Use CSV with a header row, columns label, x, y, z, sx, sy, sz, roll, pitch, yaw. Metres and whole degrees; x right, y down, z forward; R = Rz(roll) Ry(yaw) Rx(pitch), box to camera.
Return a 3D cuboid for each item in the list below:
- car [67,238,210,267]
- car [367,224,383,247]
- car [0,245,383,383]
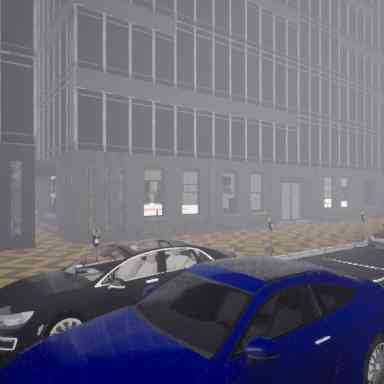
label,x,y,z,sx,sy,sz,roll,pitch,yaw
car,-1.031,1.551,5.819,4.403,1.369,2.008,0,0,-35
car,8.257,1.582,12.402,4.206,1.307,1.802,0,0,-35
car,0.471,1.526,3.586,4.674,1.442,1.812,0,0,-35
